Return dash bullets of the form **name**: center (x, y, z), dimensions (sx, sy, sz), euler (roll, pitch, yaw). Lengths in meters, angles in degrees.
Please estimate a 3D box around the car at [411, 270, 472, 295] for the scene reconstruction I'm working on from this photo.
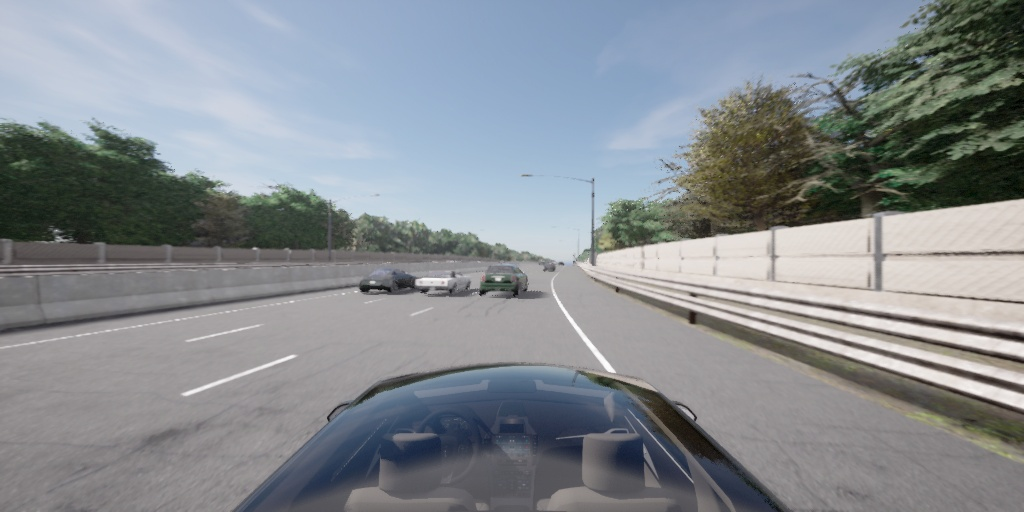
- **car**: center (-3.800, 1.458, 20.917), dimensions (1.895, 1.301, 4.718), euler (0, -1, 9)

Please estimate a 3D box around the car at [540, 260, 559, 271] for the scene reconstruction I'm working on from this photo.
- **car**: center (6.553, 1.794, 61.891), dimensions (2.128, 1.511, 4.902), euler (0, -1, 9)

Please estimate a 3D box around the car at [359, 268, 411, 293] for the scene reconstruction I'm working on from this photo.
- **car**: center (-7.258, 1.412, 21.461), dimensions (1.994, 1.385, 4.181), euler (0, -1, 9)

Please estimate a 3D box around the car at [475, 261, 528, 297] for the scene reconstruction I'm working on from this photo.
- **car**: center (-0.353, 1.229, 20.278), dimensions (2.097, 1.767, 4.553), euler (0, -1, 9)
